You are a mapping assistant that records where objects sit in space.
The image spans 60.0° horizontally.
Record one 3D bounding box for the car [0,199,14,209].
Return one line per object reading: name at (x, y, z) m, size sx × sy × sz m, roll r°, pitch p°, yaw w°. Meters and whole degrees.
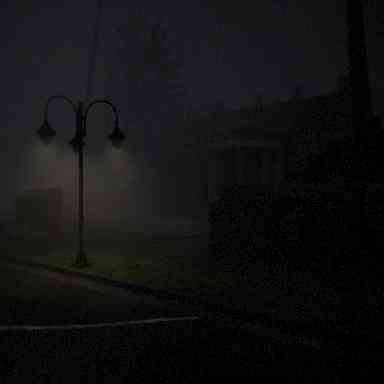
car at (-24.808, 1.599, 42.927) m, size 1.895 × 1.301 × 4.718 m, roll 0°, pitch 0°, yaw 7°
